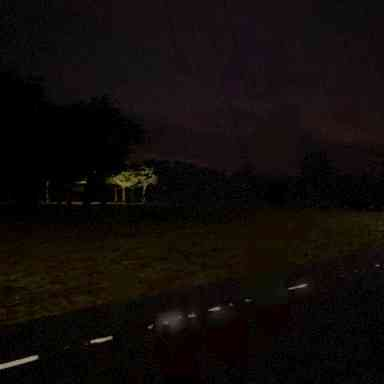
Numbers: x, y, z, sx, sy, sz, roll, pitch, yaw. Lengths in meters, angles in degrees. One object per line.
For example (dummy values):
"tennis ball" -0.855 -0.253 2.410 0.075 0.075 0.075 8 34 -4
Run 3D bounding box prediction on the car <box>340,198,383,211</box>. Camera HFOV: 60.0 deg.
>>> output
"car" 21.131 1.526 41.552 1.882 1.535 5.008 2 -3 -36
